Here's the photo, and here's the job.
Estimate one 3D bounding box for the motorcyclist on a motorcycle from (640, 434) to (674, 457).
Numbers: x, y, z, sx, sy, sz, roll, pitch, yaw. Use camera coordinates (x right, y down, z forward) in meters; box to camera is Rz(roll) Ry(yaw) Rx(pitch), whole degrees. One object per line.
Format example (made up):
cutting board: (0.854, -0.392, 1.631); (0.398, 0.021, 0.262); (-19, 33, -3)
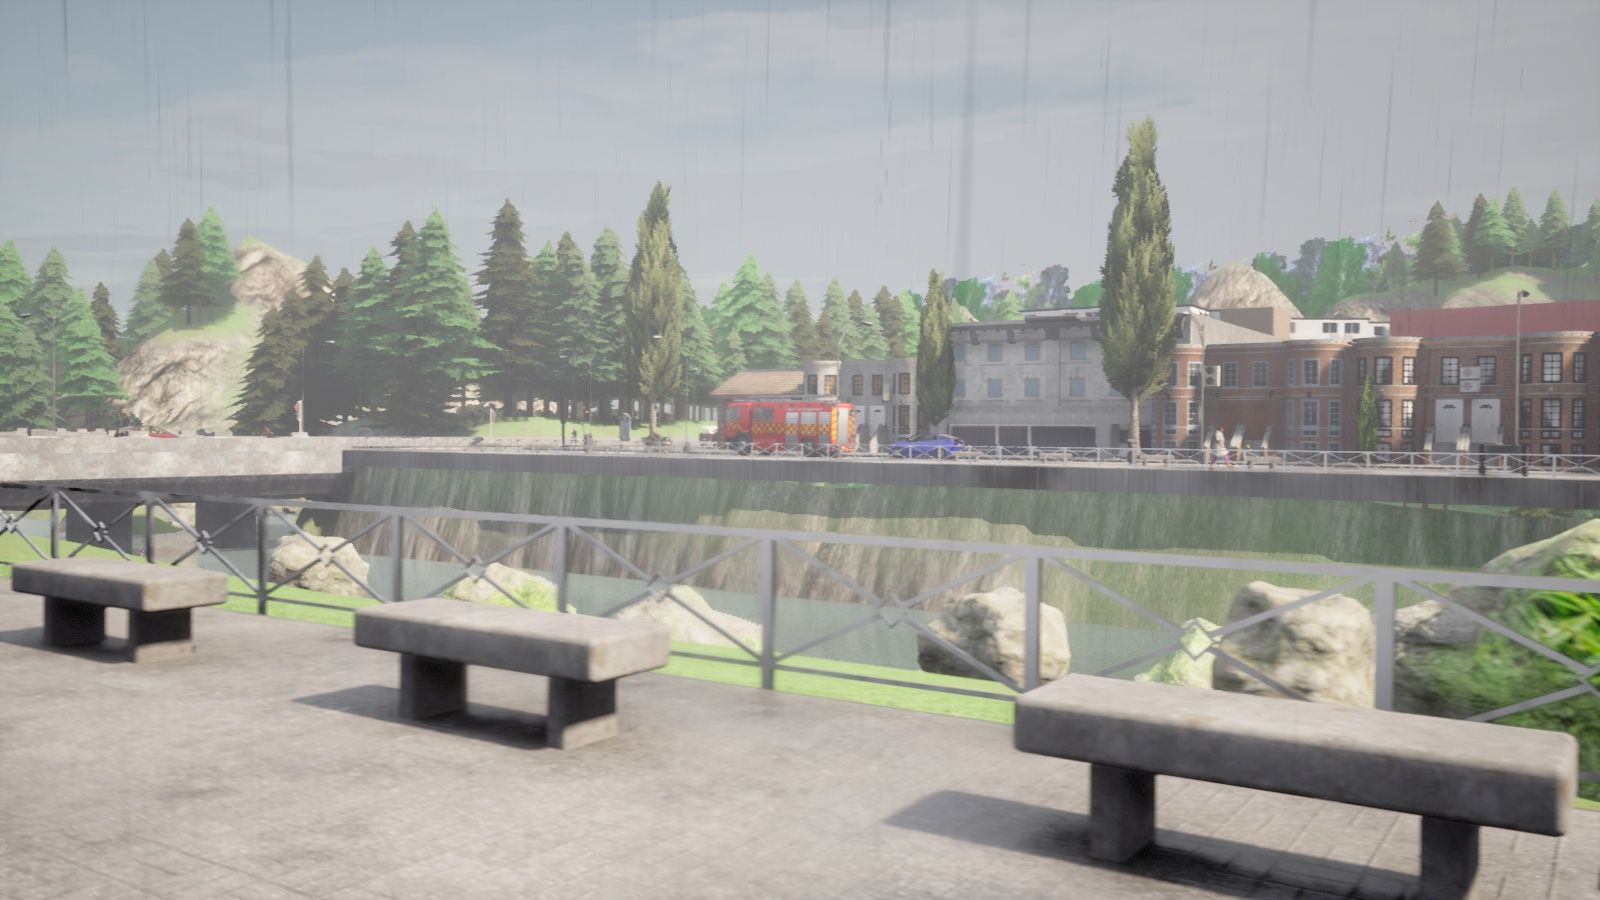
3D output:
motorcyclist on a motorcycle: (-9.662, -0.301, 84.651); (2.191, 1.530, 0.866); (0, 1, 34)

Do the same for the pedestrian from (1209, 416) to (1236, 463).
pedestrian: (17.775, -0.441, 52.824); (0.873, 1.952, 0.659); (0, 1, 38)

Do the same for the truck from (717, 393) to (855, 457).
truck: (-0.940, -1.500, 78.836); (8.468, 3.827, 2.891); (0, 1, 34)

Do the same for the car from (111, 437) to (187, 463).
car: (-39.682, 0.017, 76.559); (1.789, 1.549, 3.705); (0, 0, 34)

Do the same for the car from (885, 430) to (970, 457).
car: (7.409, -0.390, 73.316); (4.514, 1.525, 2.007); (0, 1, 34)
